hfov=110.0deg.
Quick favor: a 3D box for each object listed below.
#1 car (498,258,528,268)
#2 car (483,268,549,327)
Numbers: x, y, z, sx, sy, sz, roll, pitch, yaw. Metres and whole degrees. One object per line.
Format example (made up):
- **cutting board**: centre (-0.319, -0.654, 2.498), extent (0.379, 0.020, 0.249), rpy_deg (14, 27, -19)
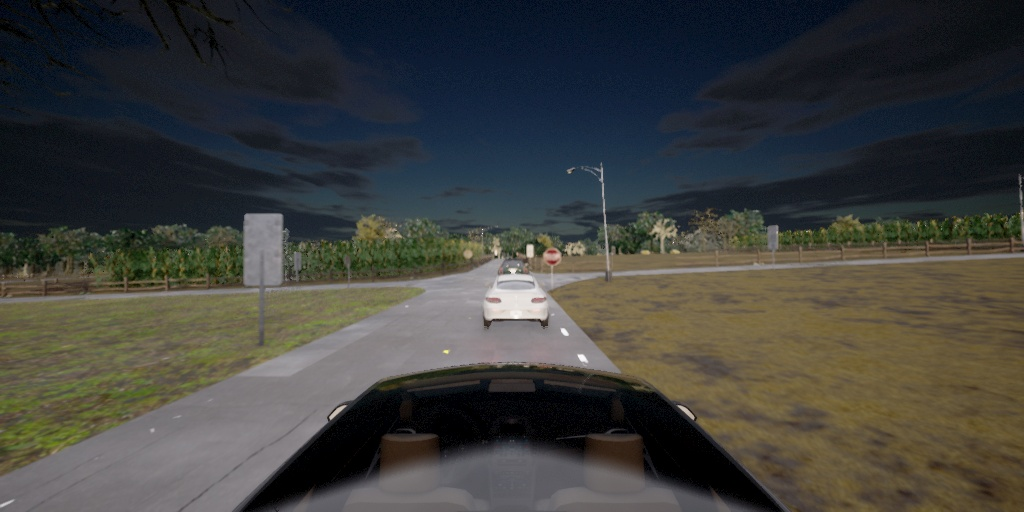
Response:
- **car**: centre (0.071, 0.950, 25.714), extent (2.097, 1.767, 4.553), rpy_deg (-2, 2, 0)
- **car**: centre (0.106, 1.268, 11.336), extent (1.812, 1.442, 4.674), rpy_deg (0, 0, 0)
